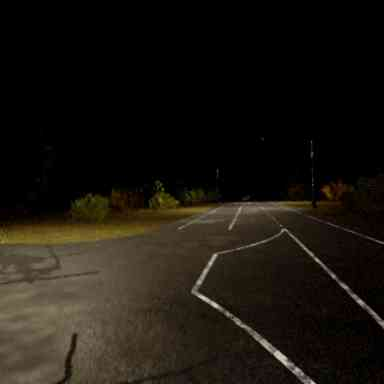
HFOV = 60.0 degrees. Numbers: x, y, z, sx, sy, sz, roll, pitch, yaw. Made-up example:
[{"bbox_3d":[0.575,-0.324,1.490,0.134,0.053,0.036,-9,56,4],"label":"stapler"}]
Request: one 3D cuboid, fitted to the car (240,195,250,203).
[{"bbox_3d":[14.423,1.812,89.872,2.150,2.045,5.566,-2,-1,17],"label":"car"}]
